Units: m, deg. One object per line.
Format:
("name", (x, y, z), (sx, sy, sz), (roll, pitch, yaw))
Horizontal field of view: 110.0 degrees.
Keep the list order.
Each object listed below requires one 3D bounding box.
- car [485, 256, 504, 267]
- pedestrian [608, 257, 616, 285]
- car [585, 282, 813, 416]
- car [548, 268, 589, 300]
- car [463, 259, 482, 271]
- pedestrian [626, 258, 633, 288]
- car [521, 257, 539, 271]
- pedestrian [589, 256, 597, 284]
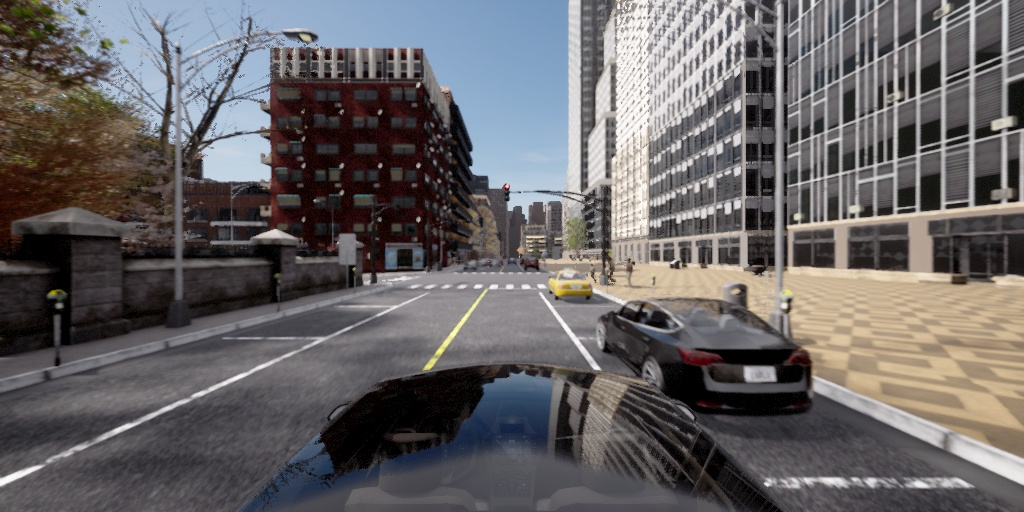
("car", (-3.008, 1.230, 63.253), (2.128, 1.511, 4.902), (0, 0, 1))
("pedestrian", (6.219, 0.876, 22.507), (0.375, 1.860, 0.375), (0, 0, 0))
("car", (2.690, 1.312, 5.964), (1.948, 1.339, 4.313), (0, 0, 0))
("car", (2.693, 1.263, 17.399), (1.751, 1.417, 4.829), (0, 0, 0))
("car", (-5.679, 1.281, 49.643), (2.007, 1.370, 4.403), (0, 0, 0))
("pedestrian", (7.134, 1.019, 21.907), (0.375, 1.860, 0.375), (0, 0, 0))
("car", (2.701, 1.045, 49.641), (2.192, 1.841, 5.009), (0, 0, 0))
("pedestrian", (5.209, 0.876, 23.107), (0.375, 1.860, 0.375), (0, 0, 0))
